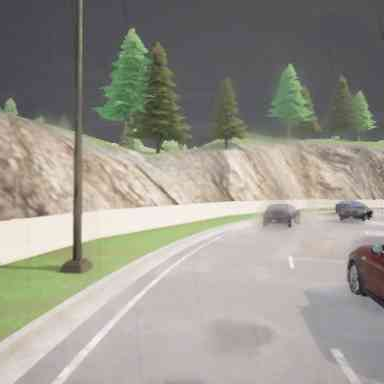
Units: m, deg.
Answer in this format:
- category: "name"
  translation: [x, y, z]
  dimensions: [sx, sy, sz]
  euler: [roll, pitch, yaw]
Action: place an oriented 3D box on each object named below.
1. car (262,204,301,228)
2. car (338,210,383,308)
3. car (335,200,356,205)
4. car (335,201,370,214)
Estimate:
- category: "car"
  translation: [6.230, 1.565, 22.834]
  dimensions: [1.837, 1.490, 4.892]
  euler: [0, 0, 28]
- category: "car"
  translation: [4.414, 1.392, 5.791]
  dimensions: [2.097, 1.767, 4.553]
  euler: [1, 0, 7]
- category: "car"
  translation: [17.881, 1.642, 37.342]
  dimensions: [5.008, 1.535, 1.882]
  euler: [1, 0, -42]
- category: "car"
  translation: [13.777, 1.728, 27.754]
  dimensions: [1.895, 1.301, 4.718]
  euler: [0, 0, 37]
